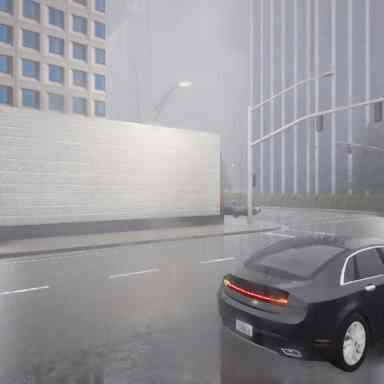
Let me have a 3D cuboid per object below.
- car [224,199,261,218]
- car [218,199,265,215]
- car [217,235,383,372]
[{"bbox_3d":[3.600,1.603,31.571,2.033,1.411,5.357,0,0,-36],"label":"car"},{"bbox_3d":[5.163,1.547,35.403,2.128,1.511,4.902,0,0,-36],"label":"car"},{"bbox_3d":[2.655,1.505,5.692,4.892,1.490,1.837,0,0,-35],"label":"car"}]
